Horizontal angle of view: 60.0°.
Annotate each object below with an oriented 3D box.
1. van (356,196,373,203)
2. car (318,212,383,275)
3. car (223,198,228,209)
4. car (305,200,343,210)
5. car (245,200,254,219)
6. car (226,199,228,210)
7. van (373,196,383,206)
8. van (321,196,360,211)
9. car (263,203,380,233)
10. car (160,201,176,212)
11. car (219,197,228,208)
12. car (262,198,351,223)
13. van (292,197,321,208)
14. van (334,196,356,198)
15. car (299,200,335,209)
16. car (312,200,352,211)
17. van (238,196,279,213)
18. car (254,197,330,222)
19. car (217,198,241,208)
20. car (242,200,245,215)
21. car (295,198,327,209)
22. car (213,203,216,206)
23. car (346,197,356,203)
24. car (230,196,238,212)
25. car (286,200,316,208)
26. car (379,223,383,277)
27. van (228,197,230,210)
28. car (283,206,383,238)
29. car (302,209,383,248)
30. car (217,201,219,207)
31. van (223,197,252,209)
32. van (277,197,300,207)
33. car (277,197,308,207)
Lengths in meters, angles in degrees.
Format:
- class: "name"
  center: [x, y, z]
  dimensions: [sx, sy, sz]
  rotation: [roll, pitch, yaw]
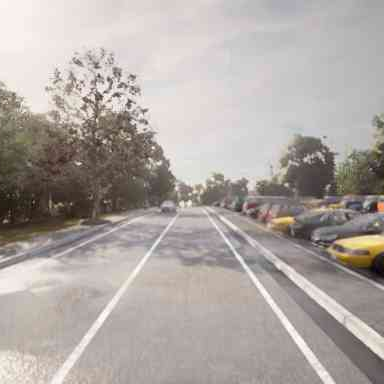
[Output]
- class: "van"
  center: [20.081, 1.390, 34.676]
  dimensions: [4.442, 1.987, 1.878]
  rotation: [0, -1, 0]
- class: "car"
  center: [6.842, 1.520, 9.754]
  dimensions: [5.366, 1.575, 1.946]
  rotation: [0, 0, 0]
- class: "car"
  center: [7.129, 1.893, 45.822]
  dimensions: [4.792, 1.488, 2.163]
  rotation: [0, -1, 0]
- class: "car"
  center: [20.253, 1.945, 51.139]
  dimensions: [5.008, 1.535, 2.097]
  rotation: [0, -1, 0]
- class: "car"
  center: [7.083, 1.605, 26.410]
  dimensions: [5.008, 1.535, 2.097]
  rotation: [0, 0, 0]
- class: "car"
  center: [7.151, 1.845, 43.045]
  dimensions: [4.674, 1.452, 2.002]
  rotation: [0, -1, 0]
- class: "van"
  center: [20.303, 1.375, 31.772]
  dimensions: [4.442, 1.987, 1.878]
  rotation: [0, 0, 0]
- class: "van"
  center: [20.354, 1.603, 45.604]
  dimensions: [4.442, 1.987, 1.878]
  rotation: [0, -1, 0]
- class: "car"
  center: [6.872, 1.561, 18.082]
  dimensions: [5.366, 1.575, 1.946]
  rotation: [0, 0, 0]
- class: "car"
  center: [-3.165, 1.915, 44.422]
  dimensions: [1.812, 1.442, 4.674]
  rotation: [0, -1, 0]
- class: "car"
  center: [7.184, 1.980, 51.372]
  dimensions: [5.008, 1.535, 2.097]
  rotation: [0, -1, 0]
- class: "car"
  center: [7.036, 1.452, 20.859]
  dimensions: [4.553, 1.767, 2.185]
  rotation: [0, 0, 0]
- class: "van"
  center: [20.405, 1.894, 59.452]
  dimensions: [4.442, 1.987, 1.878]
  rotation: [0, -1, 0]
- class: "van"
  center: [20.100, 1.487, 40.066]
  dimensions: [4.442, 1.987, 1.878]
  rotation: [0, -1, 0]
- class: "car"
  center: [20.263, 2.006, 54.034]
  dimensions: [5.008, 1.535, 2.097]
  rotation: [0, -1, 0]
- class: "car"
  center: [20.242, 1.888, 48.369]
  dimensions: [4.892, 1.521, 2.231]
  rotation: [0, -1, 0]
- class: "van"
  center: [6.991, 1.407, 31.964]
  dimensions: [4.442, 1.987, 1.878]
  rotation: [0, 0, 0]
- class: "car"
  center: [7.046, 1.466, 23.635]
  dimensions: [4.553, 1.767, 2.185]
  rotation: [0, 0, 0]
- class: "car"
  center: [7.261, 2.148, 65.248]
  dimensions: [4.553, 1.767, 2.185]
  rotation: [0, -1, 0]
- class: "car"
  center: [7.101, 1.659, 29.186]
  dimensions: [4.674, 1.452, 2.002]
  rotation: [0, 0, 0]
- class: "car"
  center: [20.246, 1.936, 56.681]
  dimensions: [4.553, 1.767, 2.185]
  rotation: [0, -1, 0]
- class: "car"
  center: [7.191, 1.962, 62.480]
  dimensions: [5.566, 2.045, 2.435]
  rotation: [0, -1, 0]
- class: "car"
  center: [20.212, 1.655, 37.292]
  dimensions: [5.008, 1.535, 2.097]
  rotation: [0, -1, 0]
- class: "car"
  center: [7.146, 1.394, 34.740]
  dimensions: [5.566, 2.045, 2.435]
  rotation: [0, 0, 0]
- class: "car"
  center: [20.292, 2.179, 62.218]
  dimensions: [4.892, 1.521, 2.231]
  rotation: [0, -1, 0]
- class: "car"
  center: [6.989, 1.539, 6.977]
  dimensions: [4.792, 1.488, 2.163]
  rotation: [0, 0, 0]
- class: "van"
  center: [7.021, 1.521, 40.275]
  dimensions: [4.442, 1.987, 1.878]
  rotation: [0, -1, 0]
- class: "car"
  center: [7.042, 1.551, 15.306]
  dimensions: [4.892, 1.521, 2.231]
  rotation: [0, 0, 0]
- class: "car"
  center: [7.044, 1.538, 12.529]
  dimensions: [4.892, 1.521, 2.231]
  rotation: [0, 0, 0]
- class: "car"
  center: [7.202, 2.136, 56.923]
  dimensions: [4.674, 1.452, 2.002]
  rotation: [0, -1, 0]
- class: "van"
  center: [7.305, 1.812, 54.153]
  dimensions: [4.442, 1.987, 1.878]
  rotation: [0, -1, 0]
- class: "van"
  center: [20.446, 2.154, 70.648]
  dimensions: [4.442, 1.987, 1.878]
  rotation: [0, -2, 0]
- class: "car"
  center: [20.346, 2.051, 67.758]
  dimensions: [5.566, 2.045, 2.435]
  rotation: [0, -2, 0]
